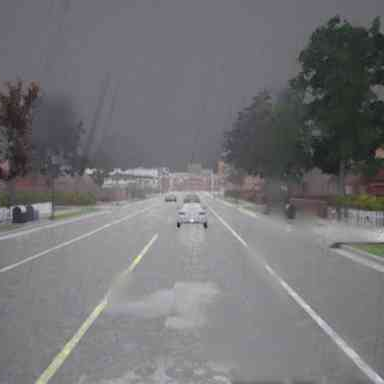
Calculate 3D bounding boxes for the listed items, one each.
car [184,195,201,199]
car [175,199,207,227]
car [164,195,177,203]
[{"bbox_3d":[0.017,1.118,42.386,2.097,1.767,4.553,0,1,1],"label":"car"},{"bbox_3d":[0.016,1.423,21.858,1.812,1.442,4.674,0,0,1],"label":"car"},{"bbox_3d":[-3.565,1.158,57.005,1.994,1.385,4.181,0,1,1],"label":"car"}]
